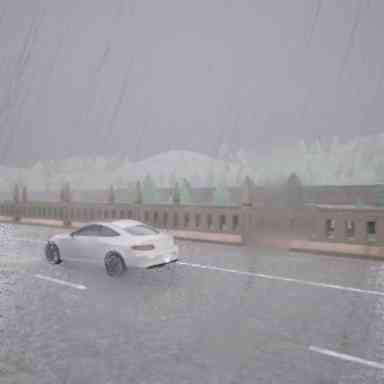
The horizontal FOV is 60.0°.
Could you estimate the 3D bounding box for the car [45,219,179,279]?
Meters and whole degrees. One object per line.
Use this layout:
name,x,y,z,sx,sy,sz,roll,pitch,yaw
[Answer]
car,-2.531,1.545,10.090,4.674,1.442,1.812,0,0,36
